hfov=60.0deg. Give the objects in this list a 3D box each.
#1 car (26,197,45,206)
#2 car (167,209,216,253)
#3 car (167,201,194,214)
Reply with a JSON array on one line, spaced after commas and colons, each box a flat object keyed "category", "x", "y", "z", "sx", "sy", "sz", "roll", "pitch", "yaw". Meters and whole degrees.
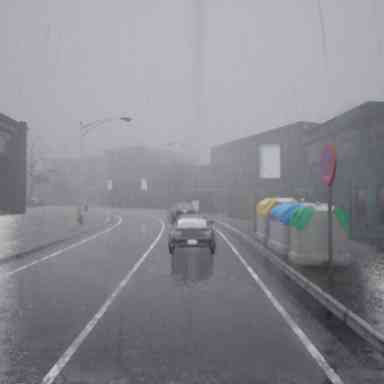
[{"category": "car", "x": -28.605, "y": 1.683, "z": 59.646, "sx": 4.553, "sy": 1.767, "sz": 2.097, "roll": 1, "pitch": -1, "yaw": 24}, {"category": "car", "x": -0.006, "y": 1.665, "z": 14.360, "sx": 1.812, "sy": 1.442, "sz": 4.674, "roll": 0, "pitch": 0, "yaw": 0}, {"category": "car", "x": -0.964, "y": 1.639, "z": 29.314, "sx": 2.097, "sy": 1.767, "sz": 4.553, "roll": 0, "pitch": -1, "yaw": -10}]
